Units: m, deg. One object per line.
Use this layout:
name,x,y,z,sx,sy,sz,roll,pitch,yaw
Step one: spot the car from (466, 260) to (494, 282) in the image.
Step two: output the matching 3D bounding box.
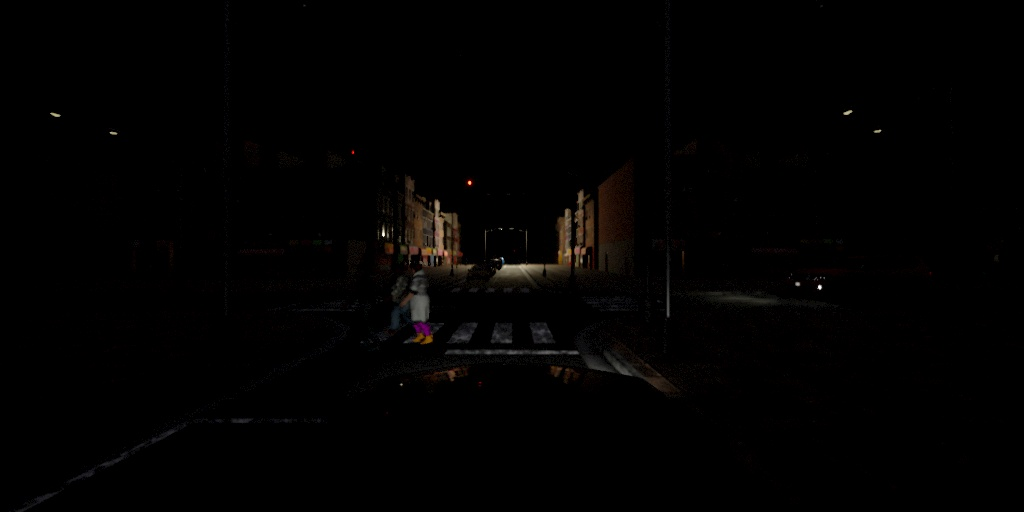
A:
car,-2.637,1.294,28.764,1.751,1.417,4.829,0,0,0

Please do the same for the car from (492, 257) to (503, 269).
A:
car,-2.637,1.253,51.354,1.967,1.591,4.097,0,0,0

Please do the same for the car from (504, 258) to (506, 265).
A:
car,-2.637,1.158,62.564,2.192,1.841,5.009,0,0,0

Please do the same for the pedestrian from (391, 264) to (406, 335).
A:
pedestrian,-2.614,1.045,8.670,0.375,1.860,0.375,0,0,0

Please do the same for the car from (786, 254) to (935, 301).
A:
car,16.118,0.952,16.747,5.566,2.045,2.150,0,0,0

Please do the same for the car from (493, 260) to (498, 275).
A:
car,-2.637,1.322,34.538,1.888,1.381,4.507,0,0,0

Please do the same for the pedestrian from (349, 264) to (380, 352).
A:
pedestrian,-3.068,1.045,7.471,0.375,1.860,0.375,0,0,0

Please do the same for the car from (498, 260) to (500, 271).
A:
car,-2.637,1.369,40.144,1.802,1.307,4.207,0,0,0

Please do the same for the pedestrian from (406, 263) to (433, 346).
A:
pedestrian,-2.079,1.045,8.071,0.375,1.860,0.375,0,0,0
